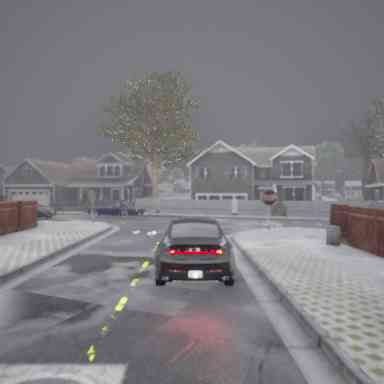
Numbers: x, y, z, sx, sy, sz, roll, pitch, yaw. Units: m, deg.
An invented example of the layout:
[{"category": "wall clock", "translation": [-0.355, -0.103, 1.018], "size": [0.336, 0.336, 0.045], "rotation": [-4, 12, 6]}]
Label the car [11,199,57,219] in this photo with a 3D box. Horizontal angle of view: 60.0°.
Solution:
[{"category": "car", "translation": [-13.162, 1.370, 26.368], "size": [4.892, 1.490, 1.837], "rotation": [0, 0, 13]}]

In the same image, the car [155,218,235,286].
[{"category": "car", "translation": [0.057, 1.476, 9.263], "size": [1.837, 1.490, 4.892], "rotation": [0, -1, 0]}]

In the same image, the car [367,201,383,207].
[{"category": "car", "translation": [12.669, 1.370, 22.410], "size": [4.553, 1.767, 2.097], "rotation": [0, 0, 18]}]

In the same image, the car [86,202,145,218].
[{"category": "car", "translation": [-6.518, 1.504, 28.253], "size": [4.718, 1.301, 1.895], "rotation": [0, 0, 17]}]
